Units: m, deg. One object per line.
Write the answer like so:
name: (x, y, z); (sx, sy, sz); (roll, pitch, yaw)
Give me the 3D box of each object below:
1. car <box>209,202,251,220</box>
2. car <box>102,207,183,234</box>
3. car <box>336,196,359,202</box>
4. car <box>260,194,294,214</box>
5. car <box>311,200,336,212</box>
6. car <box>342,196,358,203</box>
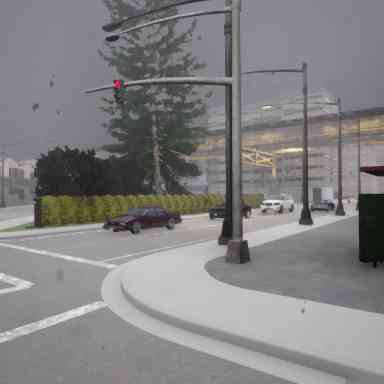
car: (3.344, 1.535, 28.519); (1.882, 1.535, 5.008); (-1, 0, 36)
car: (-2.771, 1.602, 20.068); (2.033, 1.411, 5.357); (-1, 0, 36)
car: (31.871, 1.364, 68.050); (4.536, 1.218, 1.853); (0, 0, -29)
car: (9.639, 1.281, 37.189); (2.150, 2.045, 5.566); (-1, 0, 36)
car: (15.398, 1.589, 38.891); (1.994, 1.385, 4.181); (-1, -1, 36)
car: (31.827, 1.522, 68.023); (4.974, 1.542, 2.038); (0, 0, -29)
